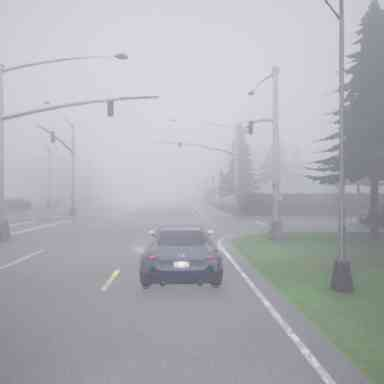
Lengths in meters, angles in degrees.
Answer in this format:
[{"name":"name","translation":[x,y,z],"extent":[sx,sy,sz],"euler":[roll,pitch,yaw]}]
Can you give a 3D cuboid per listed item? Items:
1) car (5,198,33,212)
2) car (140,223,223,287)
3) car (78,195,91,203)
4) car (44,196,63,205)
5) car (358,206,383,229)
[{"name":"car","translation":[-19.311,1.371,36.680],"extent":[2.007,1.523,4.514],"euler":[0,0,-2]},{"name":"car","translation":[-0.305,1.566,9.341],"extent":[1.994,1.385,4.181],"euler":[0,0,-2]},{"name":"car","translation":[-20.230,1.410,62.698],"extent":[1.845,1.501,3.633],"euler":[0,0,-2]},{"name":"car","translation":[-22.949,1.423,55.178],"extent":[1.970,1.475,3.806],"euler":[0,0,-2]},{"name":"car","translation":[12.920,1.549,21.139],"extent":[4.181,1.385,1.994],"euler":[0,0,-2]}]
